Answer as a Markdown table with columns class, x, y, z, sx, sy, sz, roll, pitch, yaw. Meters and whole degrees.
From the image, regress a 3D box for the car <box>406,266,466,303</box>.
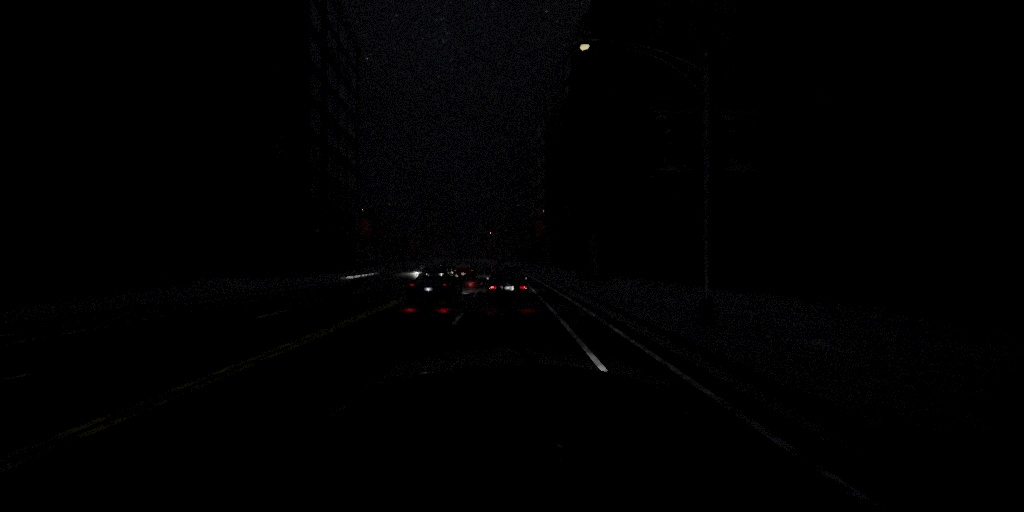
| class | x | y | z | sx | sy | sz | roll | pitch | yaw |
| --- | --- | --- | --- | --- | --- | --- | --- | --- | --- |
| car | -3.478 | 1.327 | 16.636 | 1.994 | 1.385 | 4.181 | 0 | 0 | -2 |

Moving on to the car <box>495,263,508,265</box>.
| class | x | y | z | sx | sy | sz | roll | pitch | yaw |
| --- | --- | --- | --- | --- | --- | --- | --- | --- | --- |
| car | -0.914 | 1.346 | 31.865 | 1.994 | 1.385 | 4.181 | 0 | 0 | -3 |

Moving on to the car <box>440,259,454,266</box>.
| class | x | y | z | sx | sy | sz | roll | pitch | yaw |
| --- | --- | --- | --- | --- | --- | --- | --- | --- | --- |
| car | -8.700 | 1.205 | 49.337 | 2.097 | 1.767 | 4.553 | 0 | 0 | -5 |

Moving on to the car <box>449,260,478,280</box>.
| class | x | y | z | sx | sy | sz | roll | pitch | yaw |
| --- | --- | --- | --- | --- | --- | --- | --- | --- | --- |
| car | -4.158 | 1.306 | 31.670 | 1.812 | 1.442 | 4.674 | 0 | 0 | -3 |

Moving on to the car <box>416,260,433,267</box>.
| class | x | y | z | sx | sy | sz | roll | pitch | yaw |
| --- | --- | --- | --- | --- | --- | --- | --- | --- | --- |
| car | -11.935 | 1.319 | 49.017 | 2.128 | 1.511 | 4.902 | 0 | 0 | -5 |

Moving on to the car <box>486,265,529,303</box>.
| class | x | y | z | sx | sy | sz | roll | pitch | yaw |
| --- | --- | --- | --- | --- | --- | --- | --- | --- | --- |
| car | -0.230 | 1.319 | 16.734 | 2.033 | 1.411 | 5.357 | 0 | 0 | -2 |
